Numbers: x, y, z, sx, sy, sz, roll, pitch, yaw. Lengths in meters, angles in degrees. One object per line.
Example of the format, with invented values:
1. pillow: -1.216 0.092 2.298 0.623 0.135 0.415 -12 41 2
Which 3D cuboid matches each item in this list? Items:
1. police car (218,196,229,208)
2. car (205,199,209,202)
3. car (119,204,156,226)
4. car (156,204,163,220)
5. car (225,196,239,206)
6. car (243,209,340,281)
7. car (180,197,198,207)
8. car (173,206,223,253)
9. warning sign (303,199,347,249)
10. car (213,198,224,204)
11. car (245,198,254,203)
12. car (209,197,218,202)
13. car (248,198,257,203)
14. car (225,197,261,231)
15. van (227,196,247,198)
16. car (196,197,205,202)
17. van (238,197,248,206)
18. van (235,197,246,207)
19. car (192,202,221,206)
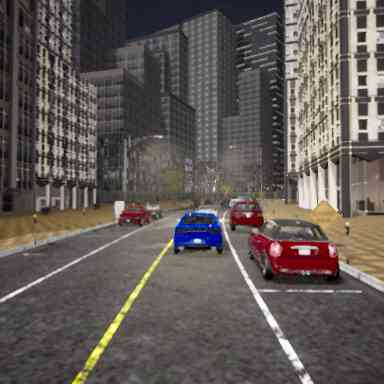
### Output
1. police car: 6.054 1.875 56.698 1.930 1.638 5.238 0 0 11
2. car: 4.015 2.182 75.991 1.947 1.339 4.313 1 0 14
3. car: -4.289 1.773 25.421 1.887 1.381 4.507 1 0 4
4. car: -3.781 1.825 31.089 2.008 1.369 4.403 1 0 5
5. car: 8.025 1.743 66.351 2.150 2.045 5.566 0 0 12
6. car: 2.879 1.533 10.224 1.967 1.590 4.097 1 0 2
7. car: -0.740 1.972 53.473 1.752 1.417 4.829 1 0 10
8. car: 0.324 1.607 14.382 1.882 1.535 5.008 0 0 3
9. warning sign: 5.184 1.231 13.067 1.300 1.860 1.060 -1 -2 2
10. car: 6.983 2.262 86.999 1.947 1.339 4.313 1 0 16
11. car: 14.926 2.166 85.600 1.752 1.417 4.829 1 0 16
12. car: 5.607 1.928 71.763 2.097 1.767 4.553 0 0 13
13. car: 16.570 2.243 91.033 1.947 1.339 4.313 1 0 18
14. car: 3.484 1.503 21.820 2.192 1.841 5.009 1 0 5
15. van: 4.533 1.618 33.482 1.690 1.788 3.998 1 0 6
16. car: 0.310 1.806 59.216 2.192 1.841 5.009 1 0 11
17. van: 10.420 1.865 68.308 1.690 1.788 3.998 1 0 13
18. van: 9.162 1.825 62.582 1.690 1.788 3.998 1 0 12
19. car: 1.328 1.848 28.915 1.895 1.301 4.718 0 0 5
